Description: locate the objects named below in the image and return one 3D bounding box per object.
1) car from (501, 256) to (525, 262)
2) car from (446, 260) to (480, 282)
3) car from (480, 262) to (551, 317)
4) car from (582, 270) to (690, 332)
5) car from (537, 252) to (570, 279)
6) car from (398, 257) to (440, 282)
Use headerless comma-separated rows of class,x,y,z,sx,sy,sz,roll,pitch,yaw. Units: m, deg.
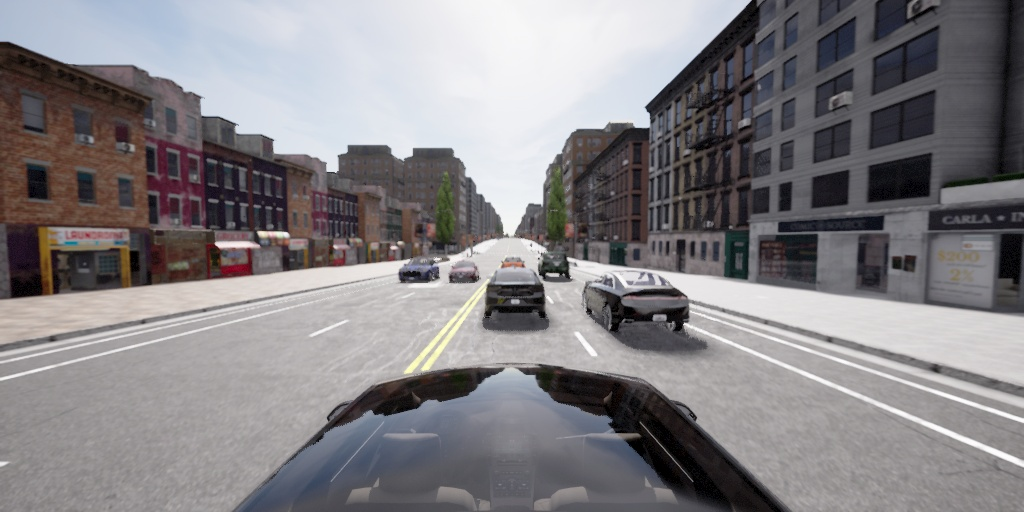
car,0.087,0.819,31.494,2.097,1.767,4.553,0,0,0
car,-3.355,1.050,25.830,1.812,1.442,4.674,0,1,0
car,0.096,1.129,12.684,1.882,1.535,5.008,0,1,0
car,3.344,1.162,10.537,2.128,1.511,4.902,0,1,0
car,3.337,0.710,29.367,2.150,2.045,5.566,0,1,0
car,-6.604,0.876,25.872,2.097,1.767,4.553,0,1,0
